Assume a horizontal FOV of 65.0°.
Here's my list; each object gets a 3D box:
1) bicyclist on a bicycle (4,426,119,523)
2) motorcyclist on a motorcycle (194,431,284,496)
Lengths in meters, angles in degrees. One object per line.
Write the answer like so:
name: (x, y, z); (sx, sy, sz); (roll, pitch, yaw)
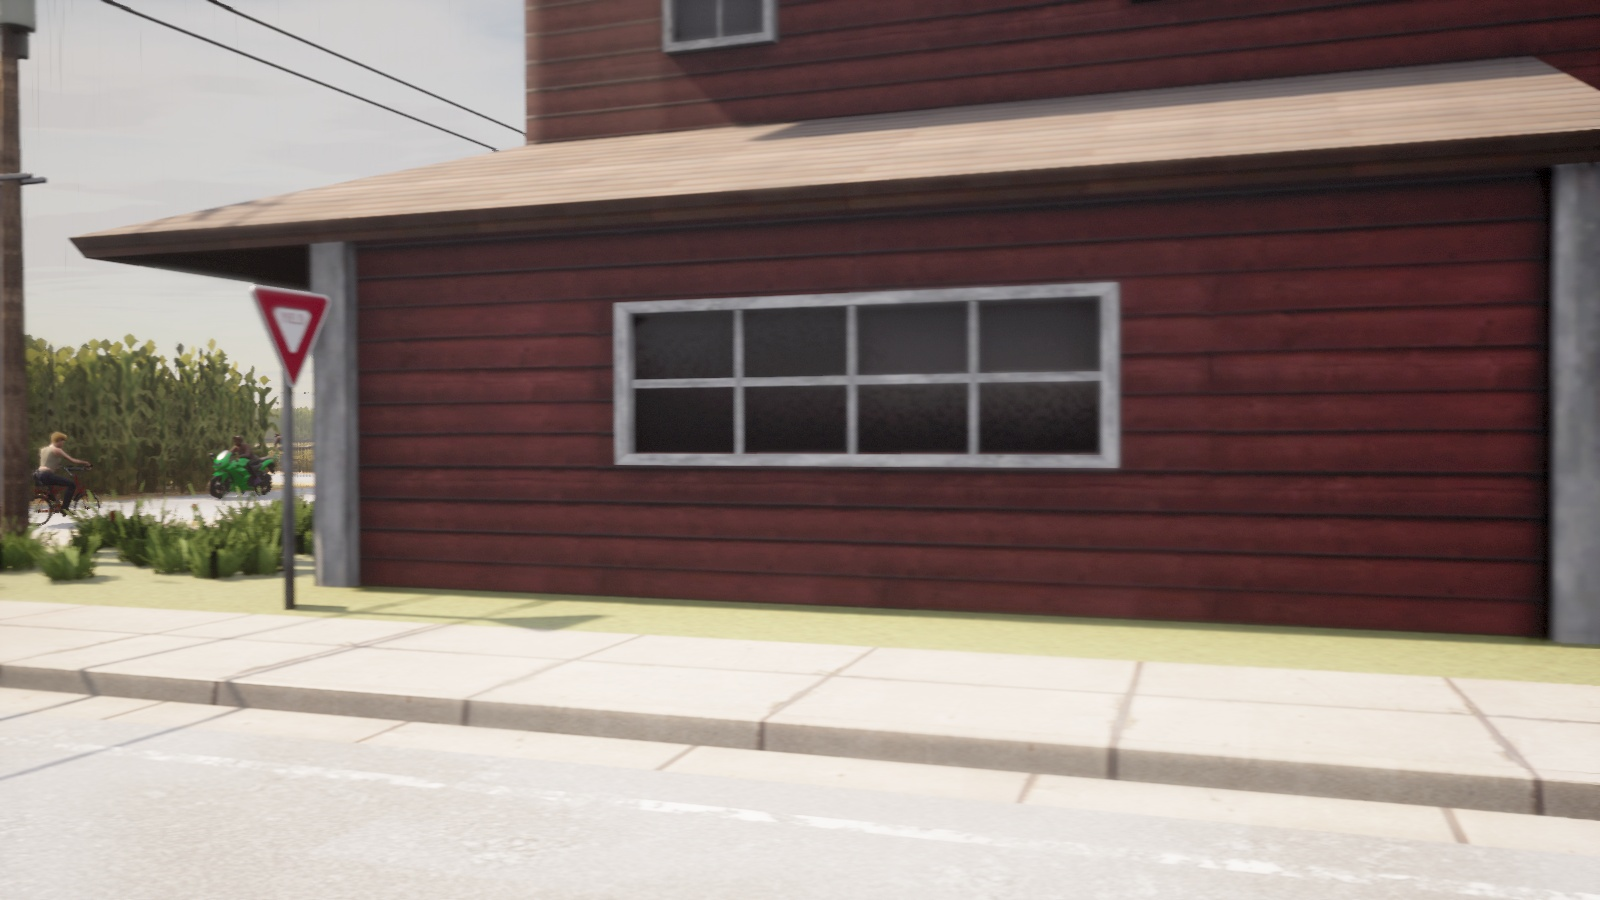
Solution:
bicyclist on a bicycle: (-12.747, 0.394, 21.710); (0.866, 1.612, 1.509); (1, 1, 19)
motorcyclist on a motorcycle: (-13.461, 0.300, 30.210); (0.797, 1.523, 2.044); (1, 1, 19)
